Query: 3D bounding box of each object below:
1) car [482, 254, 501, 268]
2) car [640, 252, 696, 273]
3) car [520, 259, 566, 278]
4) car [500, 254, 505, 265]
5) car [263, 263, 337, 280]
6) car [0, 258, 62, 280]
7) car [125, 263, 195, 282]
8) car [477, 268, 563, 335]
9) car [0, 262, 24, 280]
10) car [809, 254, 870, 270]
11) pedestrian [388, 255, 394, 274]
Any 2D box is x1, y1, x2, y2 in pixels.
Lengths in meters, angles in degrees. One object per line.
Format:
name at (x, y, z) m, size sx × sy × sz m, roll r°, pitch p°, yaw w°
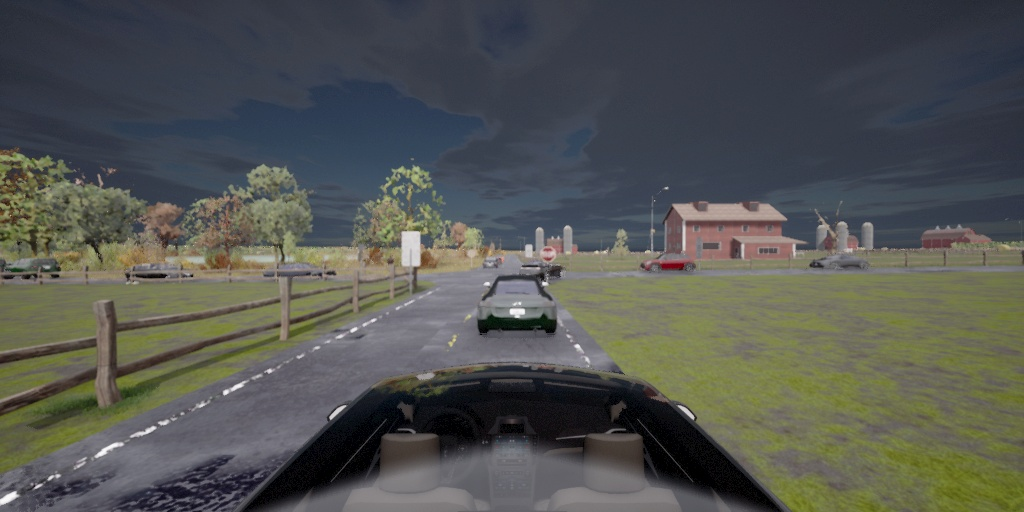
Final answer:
car at (-2.733, 0.824, 46.848) m, size 1.812 × 1.442 × 4.674 m, roll 0°, pitch 1°, yaw 0°
car at (13.996, 0.562, 32.438) m, size 4.553 × 1.767 × 2.097 m, roll -1°, pitch 1°, yaw 1°
car at (2.306, 0.984, 26.061) m, size 2.128 × 1.511 × 4.902 m, roll -1°, pitch 1°, yaw 30°
car at (-2.680, 0.739, 59.247) m, size 1.994 × 1.385 × 4.181 m, roll 0°, pitch 1°, yaw 1°
car at (-17.590, 1.254, 29.829) m, size 5.357 × 1.411 × 2.033 m, roll -1°, pitch 1°, yaw 1°
car at (-47.496, 1.250, 35.518) m, size 5.566 × 2.045 × 2.150 m, roll -1°, pitch 1°, yaw 18°
car at (-29.457, 1.358, 30.090) m, size 4.902 × 1.511 × 2.128 m, roll -1°, pitch 1°, yaw 3°
car at (0.119, 1.228, 10.245) m, size 1.994 × 1.385 × 4.181 m, roll 0°, pitch 1°, yaw 0°
car at (-47.811, 1.567, 32.624) m, size 4.902 × 1.511 × 2.128 m, roll -1°, pitch 1°, yaw 16°
car at (29.403, 0.548, 32.280) m, size 4.181 × 1.385 × 1.994 m, roll -1°, pitch 1°, yaw 1°
pedestrian at (-12.076, 0.824, 35.734) m, size 0.375 × 1.860 × 0.375 m, roll 0°, pitch 2°, yaw 1°
